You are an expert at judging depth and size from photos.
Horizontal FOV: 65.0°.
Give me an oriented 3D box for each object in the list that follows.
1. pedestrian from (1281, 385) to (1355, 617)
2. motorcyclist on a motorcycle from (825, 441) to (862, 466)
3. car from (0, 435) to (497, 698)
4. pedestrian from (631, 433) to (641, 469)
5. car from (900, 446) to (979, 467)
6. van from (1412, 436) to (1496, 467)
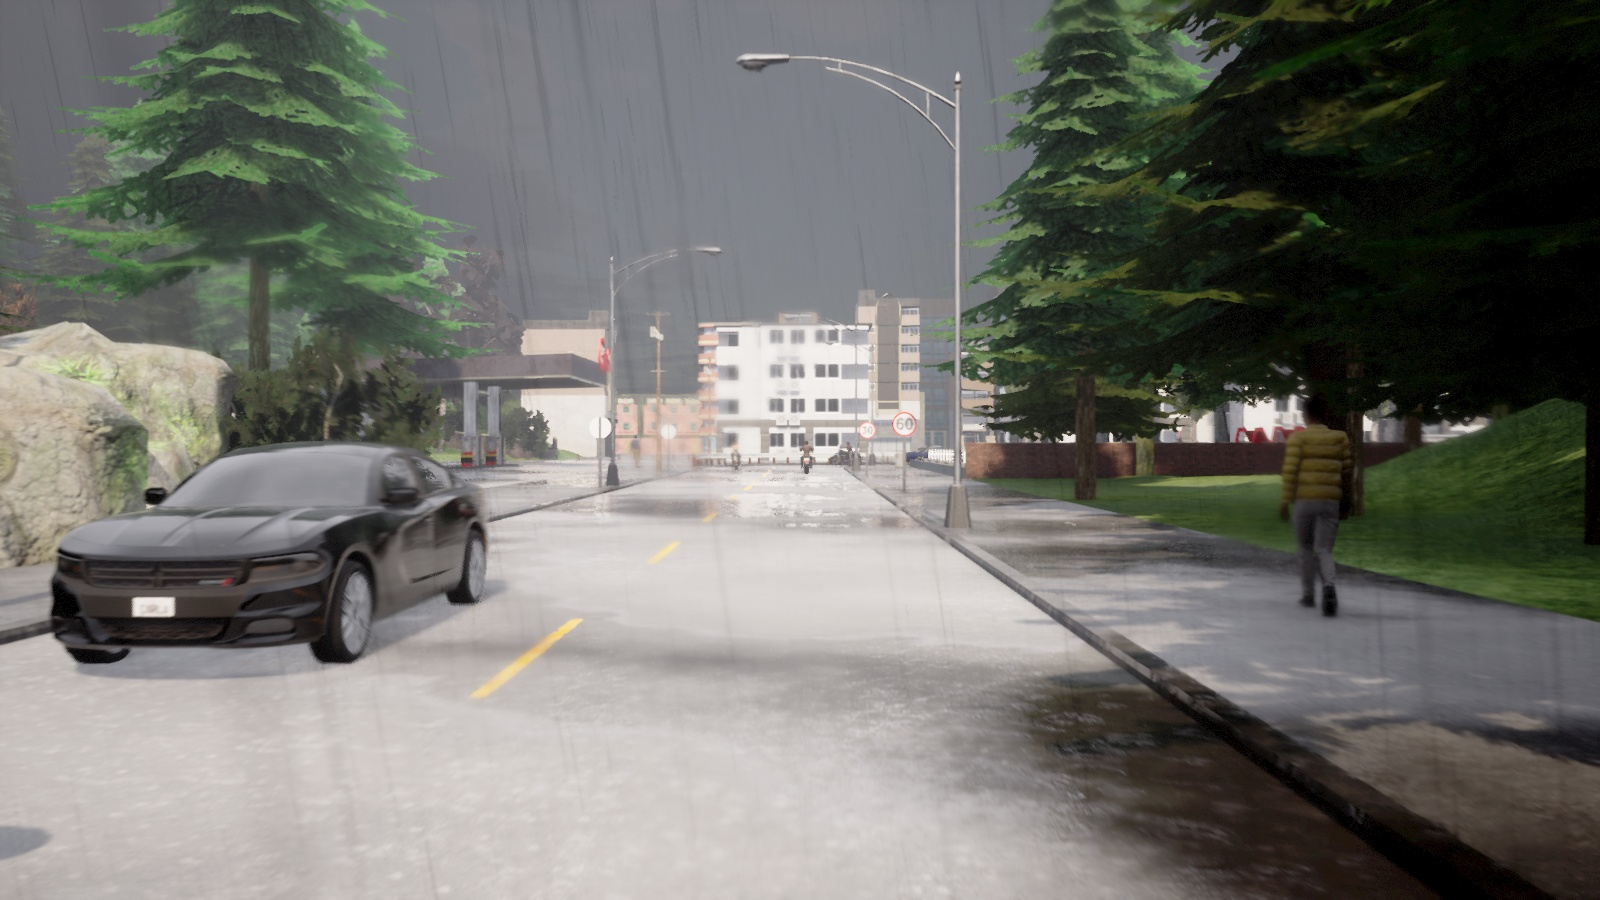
[{"bbox_3d":[4.259,0.401,10.351,0.431,1.840,0.709,0,0,11],"label":"pedestrian"},{"bbox_3d":[2.911,0.232,83.208,2.350,1.649,0.766,0,1,-24],"label":"motorcyclist on a motorcycle"},{"bbox_3d":[-3.928,0.665,9.829,1.882,1.535,5.008,0,0,0],"label":"car"},{"bbox_3d":[-8.997,0.061,68.909,0.423,1.949,0.788,0,0,-17],"label":"pedestrian"},{"bbox_3d":[8.962,0.400,80.703,4.718,1.301,1.895,0,0,-9],"label":"car"},{"bbox_3d":[41.915,0.079,80.537,4.442,1.987,1.775,0,0,0],"label":"van"}]
